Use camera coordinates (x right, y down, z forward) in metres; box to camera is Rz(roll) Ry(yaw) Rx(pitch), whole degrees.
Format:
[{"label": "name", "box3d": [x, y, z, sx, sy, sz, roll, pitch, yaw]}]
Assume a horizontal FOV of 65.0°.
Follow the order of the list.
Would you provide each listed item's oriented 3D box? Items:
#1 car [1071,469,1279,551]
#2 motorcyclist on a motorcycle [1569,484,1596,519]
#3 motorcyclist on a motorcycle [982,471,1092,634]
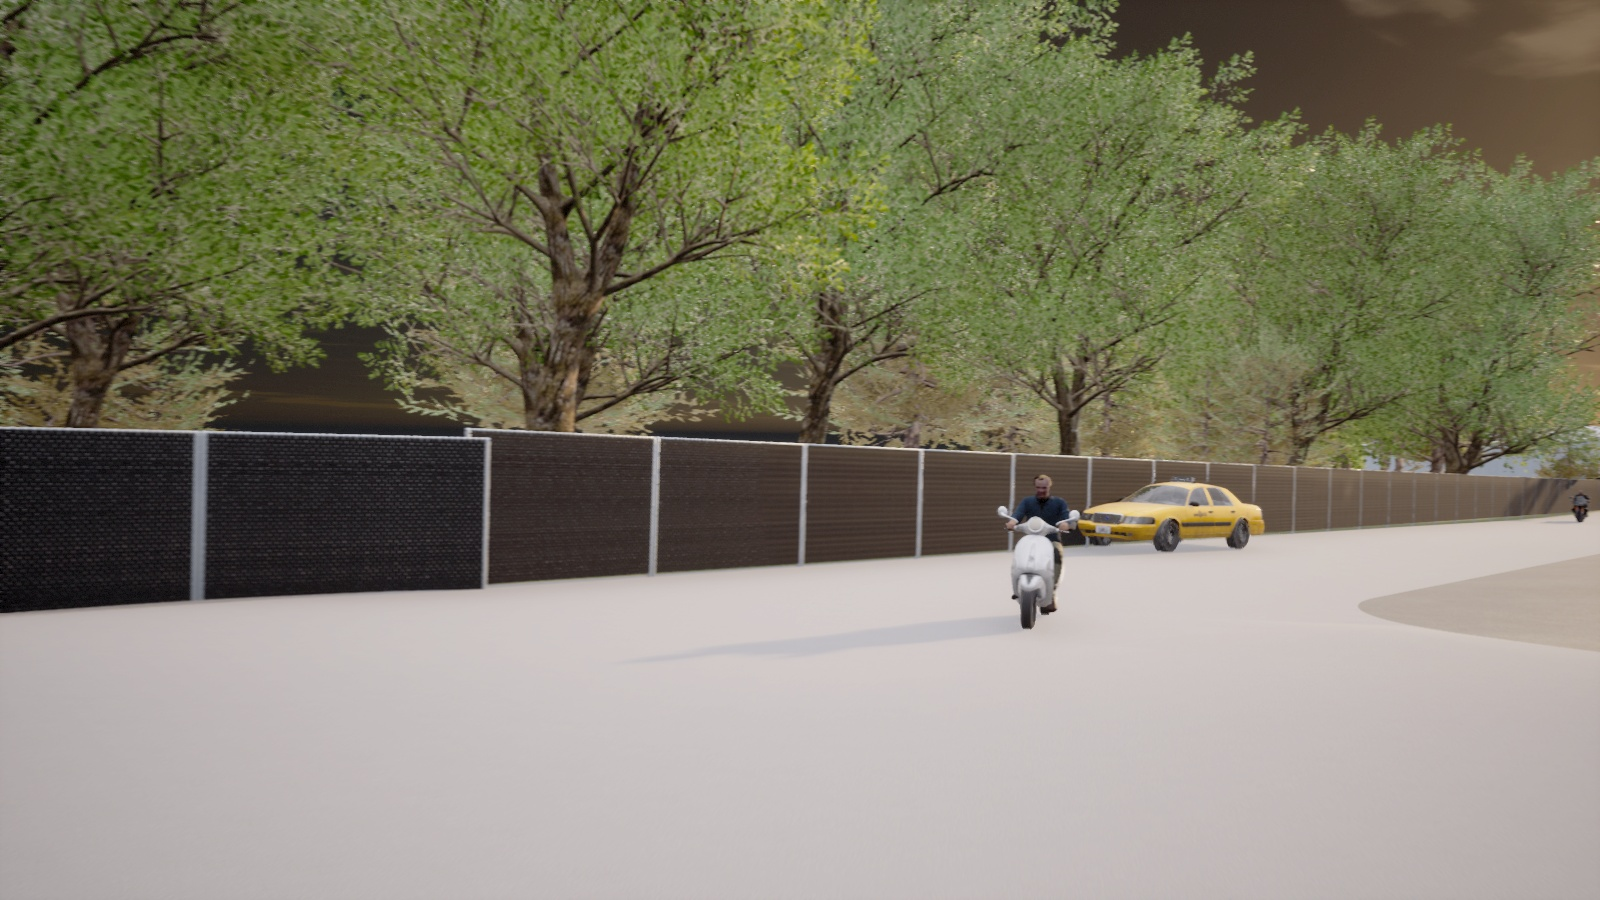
[{"label": "car", "box3d": [8.305, 1.280, 27.494, 5.366, 1.575, 1.801, 2, 0, -42]}, {"label": "motorcyclist on a motorcycle", "box3d": [36.377, 2.371, 58.354, 0.866, 1.530, 2.191, 1, 0, 36]}, {"label": "motorcyclist on a motorcycle", "box3d": [2.584, 1.041, 13.509, 0.866, 1.590, 1.817, 2, 0, 19]}]
